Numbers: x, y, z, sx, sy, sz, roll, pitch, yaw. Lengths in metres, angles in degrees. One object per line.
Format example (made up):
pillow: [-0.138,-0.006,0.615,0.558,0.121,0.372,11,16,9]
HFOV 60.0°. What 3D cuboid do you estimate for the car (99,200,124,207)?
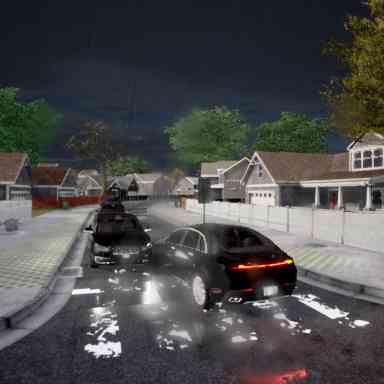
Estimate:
car: [-5.053,1.498,21.239,1.837,1.490,4.892,0,0,-15]

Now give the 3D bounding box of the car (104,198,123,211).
car: [-9.680,1.522,41.167,1.812,1.442,4.674,0,0,-8]

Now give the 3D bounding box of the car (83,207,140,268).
car: [-2.605,1.492,11.445,1.837,1.490,4.892,1,0,-19]

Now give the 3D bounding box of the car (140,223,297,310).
car: [0.381,1.506,8.016,1.837,1.490,4.892,0,-1,-24]

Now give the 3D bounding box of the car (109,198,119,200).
car: [-7.609,1.486,31.164,2.128,1.511,4.902,0,0,-13]
